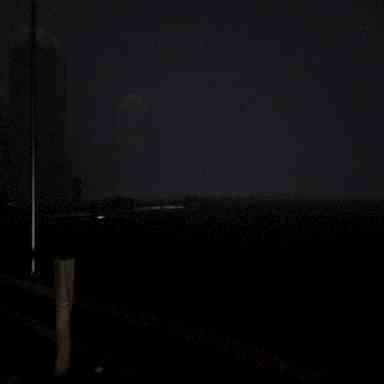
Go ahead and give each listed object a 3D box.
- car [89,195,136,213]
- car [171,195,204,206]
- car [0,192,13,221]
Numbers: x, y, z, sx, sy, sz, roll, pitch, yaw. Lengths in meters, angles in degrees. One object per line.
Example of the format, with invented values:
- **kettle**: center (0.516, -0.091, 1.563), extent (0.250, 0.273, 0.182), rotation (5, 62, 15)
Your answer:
- **car**: center (-7.624, 1.109, 32.093), extent (1.882, 1.535, 5.008), rotation (1, 2, 35)
- **car**: center (-0.557, 1.060, 42.114), extent (1.895, 1.301, 4.718), rotation (1, 1, 35)
- **car**: center (-14.914, 1.033, 21.956), extent (2.150, 2.045, 5.566), rotation (1, 1, 38)
